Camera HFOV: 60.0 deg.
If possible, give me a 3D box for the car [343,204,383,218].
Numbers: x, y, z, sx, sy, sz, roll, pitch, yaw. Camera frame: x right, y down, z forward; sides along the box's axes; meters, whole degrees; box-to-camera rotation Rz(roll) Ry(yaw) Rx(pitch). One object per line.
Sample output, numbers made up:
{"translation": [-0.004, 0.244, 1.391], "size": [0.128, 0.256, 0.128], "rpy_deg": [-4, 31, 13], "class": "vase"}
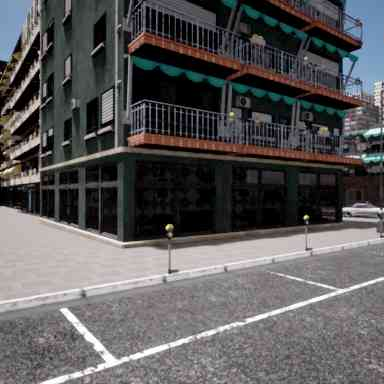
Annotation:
{"translation": [16.787, 1.790, 31.906], "size": [1.895, 1.301, 4.718], "rpy_deg": [0, -1, -36], "class": "car"}
